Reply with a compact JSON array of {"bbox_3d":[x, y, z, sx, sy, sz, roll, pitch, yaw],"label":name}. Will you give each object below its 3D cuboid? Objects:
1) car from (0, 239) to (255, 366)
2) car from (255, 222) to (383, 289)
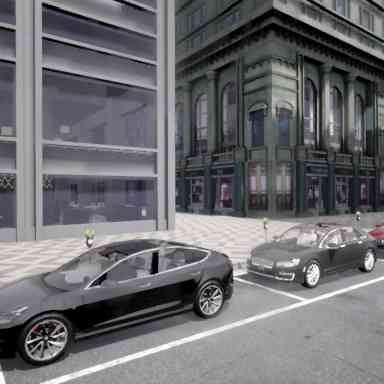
[{"bbox_3d":[-1.178,1.566,5.818,4.313,1.339,1.947,0,0,-36],"label":"car"},{"bbox_3d":[3.403,1.551,9.101,4.403,1.369,2.008,0,0,-36],"label":"car"}]
